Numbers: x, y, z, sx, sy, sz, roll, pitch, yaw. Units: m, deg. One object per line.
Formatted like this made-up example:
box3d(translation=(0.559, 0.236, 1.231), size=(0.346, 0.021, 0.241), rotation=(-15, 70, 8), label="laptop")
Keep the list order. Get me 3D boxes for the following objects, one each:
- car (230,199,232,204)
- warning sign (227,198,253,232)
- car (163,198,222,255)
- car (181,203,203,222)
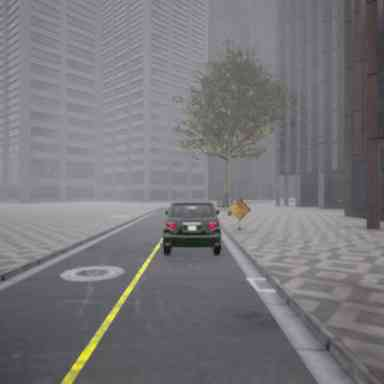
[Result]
box3d(translation=(7.040, 1.933, 71.968), size=(1.812, 1.442, 4.674), rotation=(0, 0, 36), label="car")
box3d(translation=(2.737, 1.281, 19.024), size=(1.300, 1.860, 1.060), rotation=(0, 0, 0), label="warning sign")
box3d(translation=(0.010, 1.342, 13.986), size=(2.150, 2.045, 5.566), rotation=(0, 0, 0), label="car")
box3d(translation=(0.026, 1.759, 29.351), size=(1.812, 1.442, 4.674), rotation=(0, 0, 0), label="car")
